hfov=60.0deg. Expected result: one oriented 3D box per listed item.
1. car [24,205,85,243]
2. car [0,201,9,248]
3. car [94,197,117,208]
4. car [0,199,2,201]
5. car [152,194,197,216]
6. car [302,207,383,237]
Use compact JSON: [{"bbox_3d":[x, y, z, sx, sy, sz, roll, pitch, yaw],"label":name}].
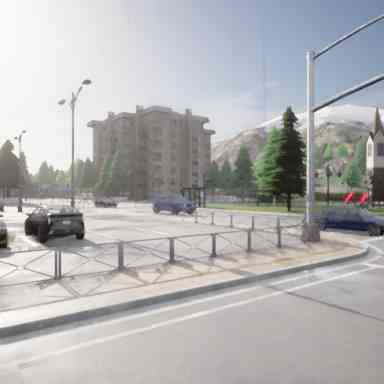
[{"bbox_3d":[-6.370,1.338,15.305,2.007,1.523,4.514,0,0,-36],"label":"car"},{"bbox_3d":[-8.883,1.330,13.426,2.152,1.636,5.027,0,0,-36],"label":"car"},{"bbox_3d":[-12.329,1.517,47.337,1.882,1.535,5.008,0,0,-36],"label":"car"},{"bbox_3d":[-21.613,1.373,36.410,1.845,1.501,3.633,0,0,-36],"label":"car"},{"bbox_3d":[-1.858,1.215,32.962,2.150,2.045,5.566,0,0,-36],"label":"car"},{"bbox_3d":[8.837,1.541,18.440,2.033,1.411,5.357,0,0,-36],"label":"car"}]
